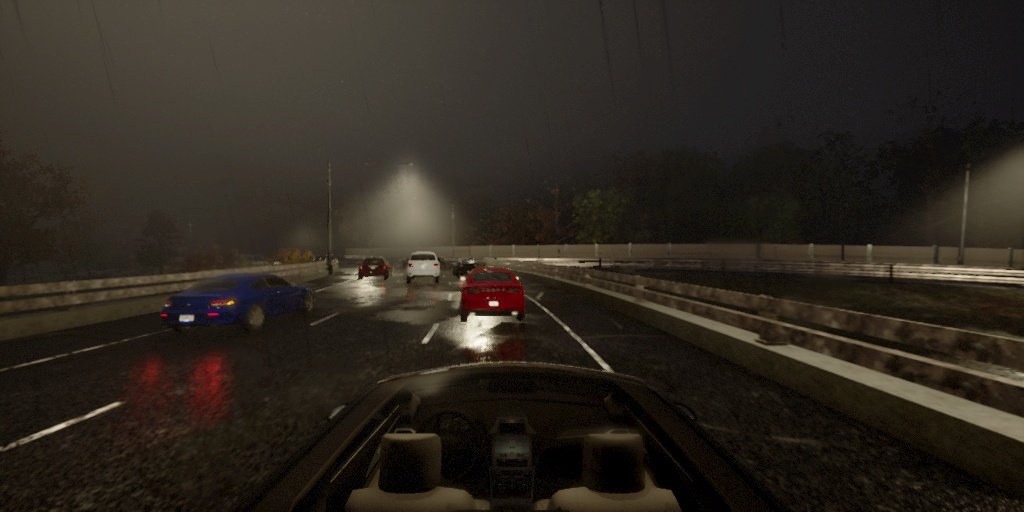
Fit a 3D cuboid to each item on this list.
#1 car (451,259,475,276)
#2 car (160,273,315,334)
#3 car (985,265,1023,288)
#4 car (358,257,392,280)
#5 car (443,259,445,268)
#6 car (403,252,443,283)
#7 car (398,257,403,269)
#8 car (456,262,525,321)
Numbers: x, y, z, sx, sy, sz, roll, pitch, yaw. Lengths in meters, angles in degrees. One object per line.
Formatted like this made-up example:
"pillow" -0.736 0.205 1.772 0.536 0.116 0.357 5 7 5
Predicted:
"car" -4.000 0.959 30.383 2.128 1.511 4.902 0 1 -15
"car" -7.558 1.213 10.402 1.812 1.442 4.674 0 1 -5
"car" 38.912 1.408 26.021 5.566 2.045 2.150 3 2 28
"car" -10.625 0.866 28.085 2.097 1.767 4.553 0 1 -14
"car" -10.264 0.785 47.866 1.882 1.535 5.008 0 1 -24
"car" -6.367 0.742 25.832 2.150 2.045 5.566 0 0 -13
"car" -13.698 0.837 46.989 1.837 1.490 4.892 0 1 -24
"car" -0.733 1.122 12.161 1.882 1.535 5.008 0 0 -6
